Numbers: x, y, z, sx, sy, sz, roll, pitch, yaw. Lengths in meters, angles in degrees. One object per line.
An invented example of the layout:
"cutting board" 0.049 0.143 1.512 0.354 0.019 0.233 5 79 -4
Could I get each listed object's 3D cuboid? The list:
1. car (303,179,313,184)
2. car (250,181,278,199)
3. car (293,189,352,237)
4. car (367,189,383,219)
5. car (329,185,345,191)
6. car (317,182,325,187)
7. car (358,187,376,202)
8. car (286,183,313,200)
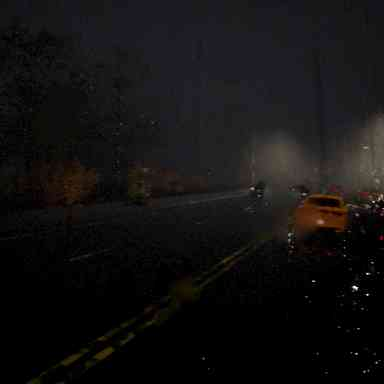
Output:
"car" 31.499 -2.532 90.237 2.150 2.045 5.566 4 4 23
"car" 7.363 -0.285 33.708 2.097 1.767 4.553 4 4 25
"car" 5.846 0.872 14.595 1.882 1.535 5.008 4 4 25
"car" 12.029 0.857 20.229 1.837 1.490 4.892 4 4 25
"car" 19.668 -0.248 45.129 1.882 1.535 5.008 4 4 23
"car" 34.454 -1.956 88.958 1.895 1.301 4.718 4 4 23
"car" 19.157 0.248 36.029 1.882 1.535 5.008 4 4 24
"car" 10.667 0.072 33.149 1.812 1.442 4.674 4 4 25
